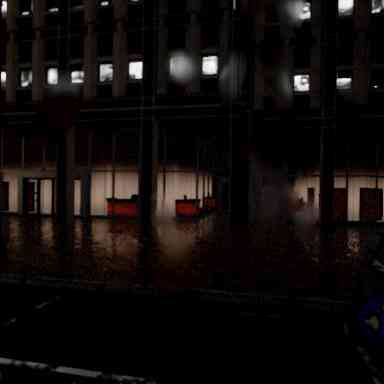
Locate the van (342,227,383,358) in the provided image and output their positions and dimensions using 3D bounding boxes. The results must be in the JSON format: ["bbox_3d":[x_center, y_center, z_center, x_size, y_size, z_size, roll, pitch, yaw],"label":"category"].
[{"bbox_3d":[4.111,1.335,3.990,3.998,1.788,1.690,1,1,13],"label":"van"}]
